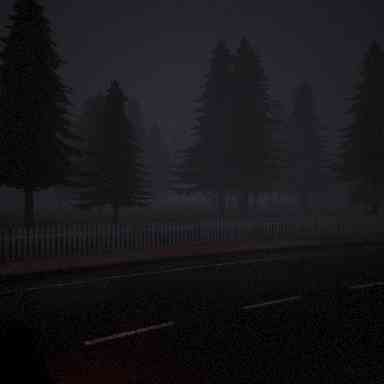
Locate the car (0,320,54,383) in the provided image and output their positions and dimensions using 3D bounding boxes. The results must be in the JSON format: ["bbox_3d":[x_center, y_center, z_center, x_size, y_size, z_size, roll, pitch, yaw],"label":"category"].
[{"bbox_3d":[-3.149,1.525,1.552,4.674,1.442,1.812,0,0,-36],"label":"car"}]
